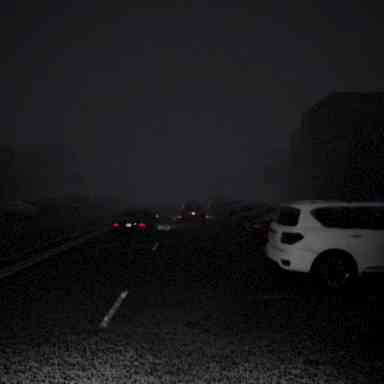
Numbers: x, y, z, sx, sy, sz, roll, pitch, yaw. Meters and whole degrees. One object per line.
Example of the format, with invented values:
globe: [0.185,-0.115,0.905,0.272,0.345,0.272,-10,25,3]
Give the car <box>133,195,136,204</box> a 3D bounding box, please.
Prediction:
car: [-15.775,1.882,75.472,4.553,1.767,2.185,0,-1,0]

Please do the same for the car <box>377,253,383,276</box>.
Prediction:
car: [4.682,1.511,2.966,4.792,1.488,2.163,0,0,0]

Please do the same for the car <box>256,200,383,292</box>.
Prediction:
car: [4.740,1.235,8.526,5.566,2.045,2.435,0,0,0]

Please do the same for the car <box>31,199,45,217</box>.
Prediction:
car: [-15.660,1.570,28.580,4.674,1.452,2.002,0,0,0]

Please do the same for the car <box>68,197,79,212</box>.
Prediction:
car: [-15.672,1.567,36.888,5.008,1.535,2.097,0,0,0]

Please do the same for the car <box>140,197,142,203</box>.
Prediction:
car: [-15.725,1.895,80.986,5.566,2.045,2.435,0,-1,0]

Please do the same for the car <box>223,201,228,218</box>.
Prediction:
car: [4.743,1.546,22.545,4.792,1.488,2.163,0,0,0]

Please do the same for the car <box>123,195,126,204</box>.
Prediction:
car: [-15.692,1.498,61.699,5.566,2.045,2.435,0,-1,0]

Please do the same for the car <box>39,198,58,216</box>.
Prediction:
car: [-15.697,1.570,31.374,4.792,1.488,2.163,0,0,0]

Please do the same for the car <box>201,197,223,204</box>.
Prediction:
car: [4.730,2.062,77.977,5.008,1.535,2.097,0,-1,0]

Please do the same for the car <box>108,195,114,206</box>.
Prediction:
car: [-15.701,1.668,53.432,5.008,1.535,2.097,0,0,0]

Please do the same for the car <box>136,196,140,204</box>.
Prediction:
car: [-15.777,1.826,78.230,5.566,2.045,2.435,0,-1,0]

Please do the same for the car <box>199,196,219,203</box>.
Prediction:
car: [4.698,2.227,94.659,5.566,2.045,2.435,0,-1,0]

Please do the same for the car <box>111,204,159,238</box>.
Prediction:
car: [-2.897,1.571,17.776,2.033,1.411,5.357,0,0,0]

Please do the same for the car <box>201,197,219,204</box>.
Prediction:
car: [4.758,2.222,89.218,4.553,1.767,2.185,0,-1,0]

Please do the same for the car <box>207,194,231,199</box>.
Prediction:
car: [4.691,1.487,44.770,4.553,1.767,2.185,0,0,0]

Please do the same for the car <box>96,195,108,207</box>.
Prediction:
car: [-15.732,1.525,50.675,4.553,1.767,2.185,0,0,0]

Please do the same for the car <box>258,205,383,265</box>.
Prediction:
car: [4.744,1.365,11.339,4.553,1.767,2.185,0,0,0]

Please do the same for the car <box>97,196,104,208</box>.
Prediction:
car: [-15.726,1.662,47.916,4.792,1.488,2.163,0,0,0]

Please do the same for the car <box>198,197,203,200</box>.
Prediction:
car: [0.108,1.687,42.984,1.994,1.385,4.181,0,0,0]

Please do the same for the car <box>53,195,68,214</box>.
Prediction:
car: [-15.641,1.428,34.132,4.553,1.767,2.185,0,0,0]

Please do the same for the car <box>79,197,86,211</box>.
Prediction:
car: [-15.653,1.611,39.644,4.792,1.488,2.163,0,0,0]

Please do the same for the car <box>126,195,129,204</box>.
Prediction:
car: [-15.697,1.535,64.456,5.566,2.045,2.435,0,-1,0]

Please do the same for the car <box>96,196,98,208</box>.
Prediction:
car: [-15.689,1.655,45.159,4.674,1.452,2.002,0,0,0]

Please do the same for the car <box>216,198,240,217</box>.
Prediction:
car: [4.721,1.536,27.978,4.892,1.521,2.231,0,0,0]

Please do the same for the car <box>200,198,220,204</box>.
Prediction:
car: [4.721,2.278,86.437,5.008,1.535,2.097,0,-1,0]

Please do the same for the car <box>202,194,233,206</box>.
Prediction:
car: [4.693,1.483,61.446,5.566,2.045,2.435,0,-1,0]

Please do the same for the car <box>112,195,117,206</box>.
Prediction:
car: [-15.708,1.731,56.186,4.674,1.452,2.002,0,-1,0]

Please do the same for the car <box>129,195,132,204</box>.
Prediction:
car: [-15.701,1.583,67.209,5.566,2.045,2.435,0,-1,0]

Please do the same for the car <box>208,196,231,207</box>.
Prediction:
car: [4.723,1.583,39.220,5.008,1.535,2.097,0,0,0]

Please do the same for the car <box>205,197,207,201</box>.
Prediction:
car: [4.904,1.625,47.431,5.366,1.575,1.946,0,0,0]

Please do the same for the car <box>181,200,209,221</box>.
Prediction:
car: [0.106,1.616,27.432,1.994,1.385,4.181,0,0,0]

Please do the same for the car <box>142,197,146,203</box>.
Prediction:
car: [-15.953,2.349,89.251,5.366,1.575,1.946,0,-1,0]

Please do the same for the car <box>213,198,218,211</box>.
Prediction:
car: [4.710,1.545,30.757,5.008,1.535,2.097,0,0,0]

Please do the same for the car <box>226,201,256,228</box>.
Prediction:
car: [4.721,1.510,19.765,4.892,1.521,2.231,0,0,0]

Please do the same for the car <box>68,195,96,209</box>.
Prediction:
car: [-15.715,1.347,42.404,5.566,2.045,2.435,0,0,0]

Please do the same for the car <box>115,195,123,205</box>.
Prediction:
car: [-15.530,1.712,58.944,5.366,1.575,1.946,0,-1,0]

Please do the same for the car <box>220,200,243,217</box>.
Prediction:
car: [4.712,1.566,25.324,4.674,1.452,2.002,0,0,0]

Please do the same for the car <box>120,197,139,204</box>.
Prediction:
car: [-15.727,2.090,83.740,4.553,1.767,2.185,0,-1,0]

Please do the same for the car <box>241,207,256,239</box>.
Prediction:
car: [4.710,1.536,14.209,4.674,1.452,2.002,0,0,0]

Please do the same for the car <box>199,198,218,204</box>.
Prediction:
car: [4.542,2.410,91.871,5.366,1.575,1.946,0,-1,0]

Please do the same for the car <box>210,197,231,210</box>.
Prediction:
car: [4.710,1.571,36.440,4.892,1.521,2.231,0,0,0]

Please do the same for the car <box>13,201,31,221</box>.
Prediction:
car: [-15.629,1.549,25.859,4.792,1.488,2.163,0,0,0]

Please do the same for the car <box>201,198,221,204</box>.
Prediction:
car: [4.755,2.237,83.658,4.792,1.488,2.163,0,-1,0]

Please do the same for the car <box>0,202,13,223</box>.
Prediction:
car: [-15.624,1.541,23.103,4.792,1.488,2.163,0,0,0]
